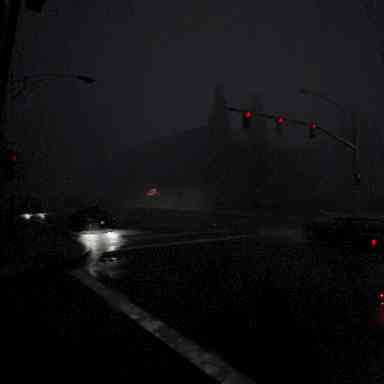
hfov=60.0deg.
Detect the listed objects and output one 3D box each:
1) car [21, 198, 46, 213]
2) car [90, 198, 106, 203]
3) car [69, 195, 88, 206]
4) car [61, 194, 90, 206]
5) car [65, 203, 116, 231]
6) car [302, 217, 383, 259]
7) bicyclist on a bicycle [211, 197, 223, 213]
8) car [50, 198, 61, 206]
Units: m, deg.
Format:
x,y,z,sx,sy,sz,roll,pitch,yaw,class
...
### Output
x,y,z,sx,sy,sz,roll,pitch,yaw,class
-18.554,1.488,38.897,2.097,1.767,4.553,0,0,-35,car
-15.157,1.623,52.689,1.882,1.535,5.008,0,0,-34,car
-20.819,1.533,60.786,2.097,1.767,4.553,0,0,-35,car
-17.615,1.372,50.088,2.150,2.045,5.566,0,0,-32,car
-6.424,1.625,21.336,1.994,1.385,4.181,0,0,-35,car
6.028,1.600,12.723,1.895,1.301,4.718,0,0,-7,car
2.599,1.349,34.629,1.656,1.620,0.582,-1,0,-35,bicyclist on a bicycle
-23.731,1.789,58.844,1.895,1.301,4.718,0,0,-35,car
